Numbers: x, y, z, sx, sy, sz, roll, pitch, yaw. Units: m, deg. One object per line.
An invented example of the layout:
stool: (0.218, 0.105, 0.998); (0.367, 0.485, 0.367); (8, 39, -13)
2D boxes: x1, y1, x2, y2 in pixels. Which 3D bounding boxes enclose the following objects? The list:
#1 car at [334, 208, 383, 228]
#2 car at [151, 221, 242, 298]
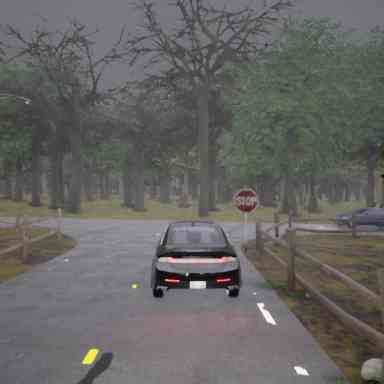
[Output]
car: (12.654, 1.851, 23.917); (4.674, 1.442, 1.812); (1, 0, -2)
car: (0.035, 1.488, 8.520); (2.128, 1.511, 4.902); (0, 0, -2)
